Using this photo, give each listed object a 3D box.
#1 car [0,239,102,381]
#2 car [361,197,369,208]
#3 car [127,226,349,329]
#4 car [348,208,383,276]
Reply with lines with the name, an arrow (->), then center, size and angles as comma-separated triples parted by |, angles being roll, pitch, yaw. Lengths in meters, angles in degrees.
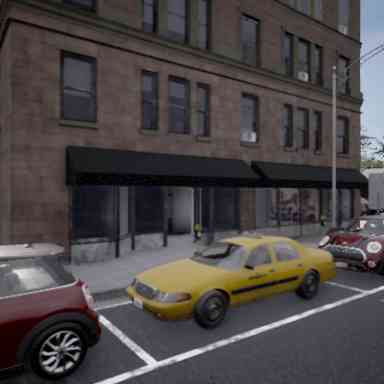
car -> -3.285, 1.439, 3.845 | 4.097, 1.590, 1.967 | 0, 0, -35
car -> 13.438, 1.384, 31.368 | 2.150, 2.045, 5.566 | 0, -1, -35
car -> 1.069, 1.535, 6.951 | 4.829, 1.417, 1.752 | 0, 0, -35
car -> 5.701, 1.461, 10.254 | 4.097, 1.590, 1.967 | 0, 0, -35
